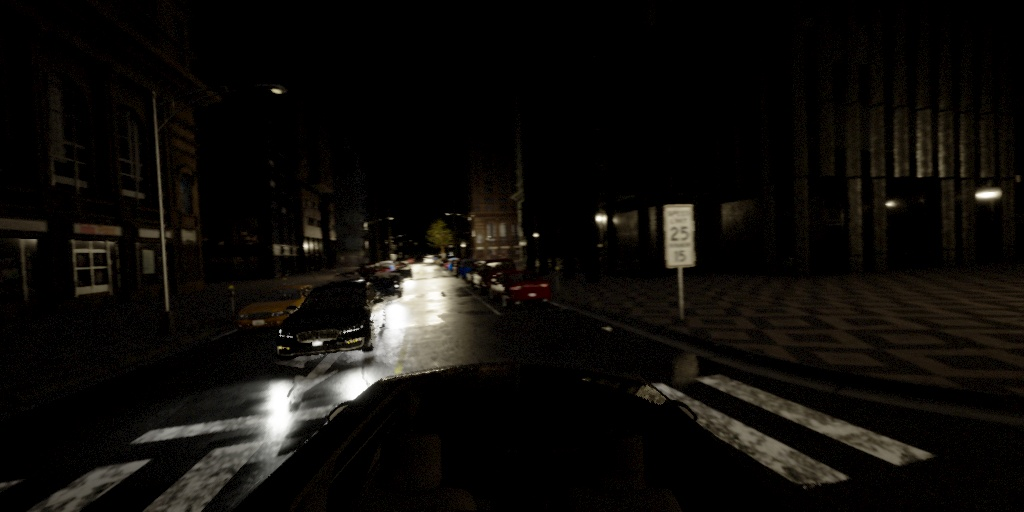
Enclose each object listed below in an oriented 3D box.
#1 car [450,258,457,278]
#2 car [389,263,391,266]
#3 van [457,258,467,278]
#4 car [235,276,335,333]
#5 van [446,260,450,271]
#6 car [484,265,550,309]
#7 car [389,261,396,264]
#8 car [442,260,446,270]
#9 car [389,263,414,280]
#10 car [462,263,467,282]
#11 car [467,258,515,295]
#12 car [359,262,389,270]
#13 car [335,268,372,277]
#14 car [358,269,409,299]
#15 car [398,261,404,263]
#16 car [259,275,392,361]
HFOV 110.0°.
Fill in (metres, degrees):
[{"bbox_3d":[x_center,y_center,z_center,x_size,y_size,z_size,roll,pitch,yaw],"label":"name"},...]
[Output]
[{"bbox_3d":[-4.537,1.120,34.840,2.192,1.841,5.009,0,0,-14],"label":"car"},{"bbox_3d":[-13.803,1.773,36.801,1.888,1.381,4.507,0,0,-14],"label":"car"},{"bbox_3d":[-3.344,1.127,29.894,1.690,1.789,3.998,0,0,-14],"label":"van"},{"bbox_3d":[-8.002,1.655,12.893,1.751,1.417,4.829,0,0,-14],"label":"car"},{"bbox_3d":[-6.925,1.185,44.731,1.690,1.789,3.998,0,0,-14],"label":"van"},{"bbox_3d":[0.238,1.270,15.058,1.888,1.381,4.507,0,0,-14],"label":"car"},{"bbox_3d":[-14.955,1.686,41.549,1.967,1.591,4.097,0,0,-14],"label":"car"},{"bbox_3d":[-9.240,1.465,54.113,1.802,1.307,4.207,0,0,-14],"label":"car"},{"bbox_3d":[-10.874,1.696,36.021,1.895,1.301,4.718,-3,0,-13],"label":"car"},{"bbox_3d":[-2.150,1.348,24.949,1.802,1.307,4.207,0,0,-14],"label":"car"},{"bbox_3d":[-0.956,1.060,20.003,2.192,1.841,5.009,0,0,-14],"label":"car"},{"bbox_3d":[-12.651,1.523,32.052,2.192,1.841,5.009,0,0,-14],"label":"car"},{"bbox_3d":[-10.346,1.720,22.555,2.007,1.370,4.403,0,0,-14],"label":"car"},{"bbox_3d":[-7.003,1.631,19.942,1.895,1.301,4.718,-3,0,-14],"label":"car"},{"bbox_3d":[-18.453,1.742,55.968,1.967,1.591,4.097,0,0,-14],"label":"car"},{"bbox_3d":[-4.441,1.490,9.425,1.837,1.490,4.892,-3,0,-14],"label":"car"}]
